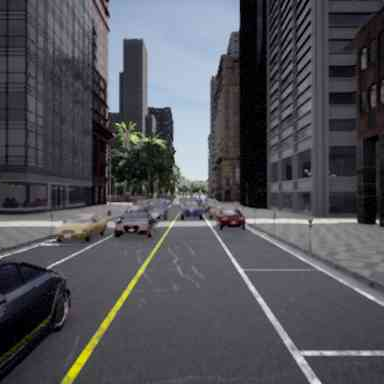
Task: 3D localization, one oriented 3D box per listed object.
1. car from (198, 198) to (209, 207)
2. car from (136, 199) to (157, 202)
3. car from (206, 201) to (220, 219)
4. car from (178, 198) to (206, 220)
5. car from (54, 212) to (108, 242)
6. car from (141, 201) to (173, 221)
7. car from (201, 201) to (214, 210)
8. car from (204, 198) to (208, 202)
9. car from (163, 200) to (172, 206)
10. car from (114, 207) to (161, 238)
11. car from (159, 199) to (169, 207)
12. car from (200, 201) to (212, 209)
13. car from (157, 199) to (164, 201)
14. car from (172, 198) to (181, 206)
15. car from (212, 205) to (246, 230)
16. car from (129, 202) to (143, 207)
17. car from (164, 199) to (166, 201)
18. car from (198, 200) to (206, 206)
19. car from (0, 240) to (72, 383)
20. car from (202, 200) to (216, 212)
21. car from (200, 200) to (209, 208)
[{"bbox_3d":[2.494,2.281,72.374,2.192,1.841,5.009,0,-1,0],"label":"car"},{"bbox_3d":[-5.911,1.838,39.805,2.192,1.841,5.009,0,-1,0],"label":"car"},{"bbox_3d":[2.635,1.976,34.570,1.752,1.417,4.829,0,-1,0],"label":"car"},{"bbox_3d":[-0.020,1.784,33.088,2.097,1.767,4.553,0,-1,0],"label":"car"},{"bbox_3d":[-5.828,1.760,17.931,1.752,1.417,4.829,0,-1,0],"label":"car"},{"bbox_3d":[-3.213,1.904,31.567,2.128,1.511,4.902,0,-1,0],"label":"car"},{"bbox_3d":[2.554,2.287,56.098,1.887,1.381,4.507,0,-1,0],"label":"car"},{"bbox_3d":[2.594,2.034,45.250,1.967,1.590,4.097,0,-1,0],"label":"car"},{"bbox_3d":[-6.071,2.697,83.207,1.802,1.307,4.206,0,-1,0],"label":"car"},{"bbox_3d":[-3.152,1.816,19.292,1.994,1.385,4.181,0,-1,0],"label":"car"},{"bbox_3d":[-6.031,2.409,72.357,1.967,1.590,4.097,0,-1,0],"label":"car"},{"bbox_3d":[2.535,2.368,61.522,2.008,1.369,4.403,0,-1,0],"label":"car"},{"bbox_3d":[-5.951,1.986,50.656,2.192,1.841,5.009,0,-1,0],"label":"car"},{"bbox_3d":[-3.253,2.443,69.188,1.812,1.442,4.674,0,-1,0],"label":"car"},{"bbox_3d":[2.676,1.850,23.551,1.887,1.381,4.507,0,-1,0],"label":"car"},{"bbox_3d":[-5.890,2.033,34.377,1.802,1.307,4.206,0,-1,0],"label":"car"},{"bbox_3d":[-5.970,2.290,56.079,1.887,1.381,4.507,0,-1,0],"label":"car"},{"bbox_3d":[2.455,2.679,83.220,1.947,1.339,4.313,0,-1,0],"label":"car"},{"bbox_3d":[-3.113,1.621,4.207,1.994,1.385,4.181,0,-1,0],"label":"car"},{"bbox_3d":[2.574,2.108,50.675,1.967,1.590,4.097,0,-1,0],"label":"car"},{"bbox_3d":[2.514,2.419,67.117,1.752,1.417,4.829,0,-1,0],"label":"car"}]
